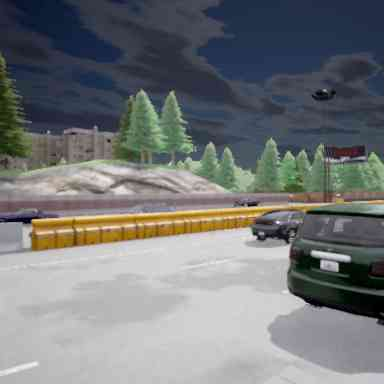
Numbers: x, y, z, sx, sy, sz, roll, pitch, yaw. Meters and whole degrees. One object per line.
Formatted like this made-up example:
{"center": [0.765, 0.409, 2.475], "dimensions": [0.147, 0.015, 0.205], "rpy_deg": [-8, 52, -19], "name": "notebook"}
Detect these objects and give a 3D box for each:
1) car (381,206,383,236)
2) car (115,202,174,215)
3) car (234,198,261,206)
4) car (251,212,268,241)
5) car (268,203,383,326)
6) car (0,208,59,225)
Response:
{"center": [12.339, 1.513, 18.355], "dimensions": [5.008, 1.535, 1.882], "rpy_deg": [0, 0, -42], "name": "car"}
{"center": [-3.395, 1.579, 23.600], "dimensions": [4.553, 1.767, 2.097], "rpy_deg": [0, 0, -40], "name": "car"}
{"center": [8.051, 1.513, 48.044], "dimensions": [5.008, 1.535, 1.882], "rpy_deg": [0, -1, -43], "name": "car"}
{"center": [4.930, 1.597, 16.441], "dimensions": [4.892, 1.490, 1.837], "rpy_deg": [0, 1, -41], "name": "car"}
{"center": [4.292, 1.242, 6.887], "dimensions": [5.566, 2.045, 2.150], "rpy_deg": [0, 0, -38], "name": "car"}
{"center": [-12.718, 1.930, 25.116], "dimensions": [4.718, 1.301, 1.895], "rpy_deg": [0, -1, -37], "name": "car"}
